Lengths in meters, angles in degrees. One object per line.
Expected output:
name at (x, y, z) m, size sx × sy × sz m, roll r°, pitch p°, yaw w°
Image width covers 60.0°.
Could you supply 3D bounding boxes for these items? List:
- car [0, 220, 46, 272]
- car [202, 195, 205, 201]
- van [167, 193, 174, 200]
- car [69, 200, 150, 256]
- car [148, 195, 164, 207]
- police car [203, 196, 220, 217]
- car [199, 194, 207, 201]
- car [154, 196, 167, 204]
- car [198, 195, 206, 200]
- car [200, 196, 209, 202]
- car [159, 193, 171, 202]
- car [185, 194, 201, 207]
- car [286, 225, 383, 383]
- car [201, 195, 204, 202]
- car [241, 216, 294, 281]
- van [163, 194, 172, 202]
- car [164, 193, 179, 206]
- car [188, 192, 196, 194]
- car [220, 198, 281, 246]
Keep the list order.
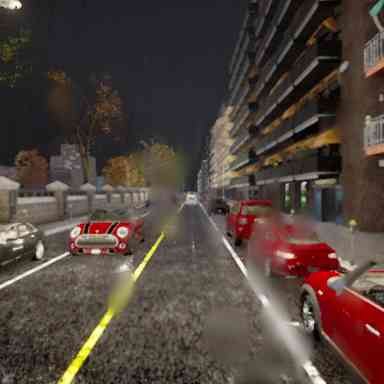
car at (-5.691, 1.533, 9.455) m, size 2.008 × 1.369 × 4.403 m, roll 0°, pitch 0°, yaw 0°
car at (2.680, 1.489, 43.239) m, size 2.008 × 1.369 × 4.403 m, roll 0°, pitch 0°, yaw 0°
van at (-5.712, 1.263, 88.278) m, size 1.690 × 1.788 × 3.998 m, roll 0°, pitch 0°, yaw 0°
car at (-3.104, 1.328, 12.996) m, size 2.097 × 1.767 × 4.553 m, roll 0°, pitch 0°, yaw 0°
car at (-5.701, 1.496, 48.869) m, size 1.947 × 1.339 × 4.313 m, roll 0°, pitch 0°, yaw 0°
police car at (2.358, 1.378, 30.907) m, size 1.930 × 1.638 × 5.238 m, roll 0°, pitch 0°, yaw 0°
car at (2.670, 1.362, 82.650) m, size 1.967 × 1.590 × 4.097 m, roll 0°, pitch 0°, yaw 0°
car at (-5.704, 1.463, 60.127) m, size 1.887 × 1.381 × 4.507 m, roll 0°, pitch 0°, yaw 0°
car at (2.669, 1.505, 88.281) m, size 1.802 × 1.307 × 4.206 m, roll 0°, pitch 0°, yaw 0°
car at (2.673, 1.501, 71.388) m, size 1.802 × 1.307 × 4.206 m, roll 0°, pitch 0°, yaw 0°
car at (-5.708, 1.234, 71.387) m, size 2.192 × 1.841 × 5.009 m, roll 0°, pitch 0°, yaw 0°
car at (-0.010, 1.454, 50.267) m, size 1.812 × 1.442 × 4.674 m, roll 0°, pitch 0°, yaw 0°
car at (2.691, 1.433, 3.826) m, size 1.967 × 1.590 × 4.097 m, roll 0°, pitch 0°, yaw 0°
car at (2.679, 1.475, 48.870) m, size 1.887 × 1.381 × 4.507 m, roll 0°, pitch 0°, yaw 0°
car at (2.689, 1.564, 9.458) m, size 1.802 × 1.307 × 4.206 m, roll 0°, pitch 0°, yaw 0°
van at (-5.709, 1.261, 77.017) m, size 1.690 × 1.788 × 3.998 m, roll 0°, pitch 0°, yaw 0°
car at (-3.077, 1.401, 54.202) m, size 1.882 × 1.535 × 5.008 m, roll 0°, pitch 0°, yaw 0°
car at (-0.015, 1.032, 70.905) m, size 2.150 × 2.045 × 5.566 m, roll 0°, pitch 0°, yaw 0°
car at (2.688, 1.289, 15.087) m, size 2.192 × 1.841 × 5.009 m, roll 0°, pitch 0°, yaw 0°
